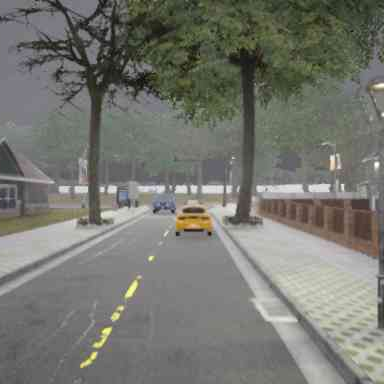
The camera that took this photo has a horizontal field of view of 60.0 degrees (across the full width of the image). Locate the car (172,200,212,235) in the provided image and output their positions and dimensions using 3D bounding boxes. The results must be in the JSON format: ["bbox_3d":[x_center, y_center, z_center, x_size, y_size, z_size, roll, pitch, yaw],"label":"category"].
[{"bbox_3d":[0.086,1.452,18.695,1.882,1.535,5.008,0,0,0],"label":"car"}]

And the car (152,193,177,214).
[{"bbox_3d":[-2.786,1.135,34.652,2.150,2.045,5.566,0,0,0],"label":"car"}]
